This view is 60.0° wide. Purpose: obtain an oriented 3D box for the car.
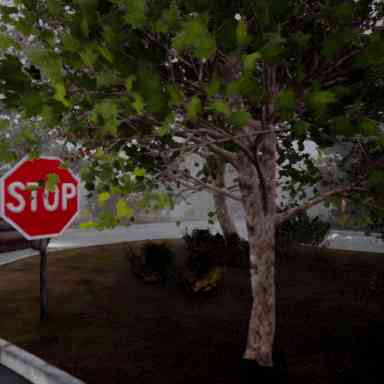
[{"bbox_3d":[-7.437,1.660,12.700,1.994,1.385,4.181,0,-2,16],"label":"car"}]
